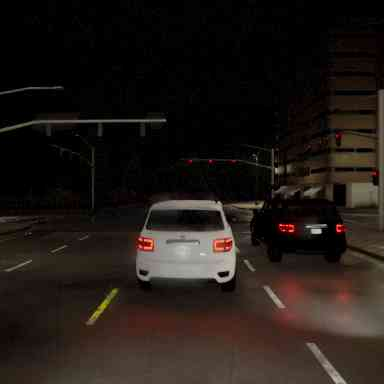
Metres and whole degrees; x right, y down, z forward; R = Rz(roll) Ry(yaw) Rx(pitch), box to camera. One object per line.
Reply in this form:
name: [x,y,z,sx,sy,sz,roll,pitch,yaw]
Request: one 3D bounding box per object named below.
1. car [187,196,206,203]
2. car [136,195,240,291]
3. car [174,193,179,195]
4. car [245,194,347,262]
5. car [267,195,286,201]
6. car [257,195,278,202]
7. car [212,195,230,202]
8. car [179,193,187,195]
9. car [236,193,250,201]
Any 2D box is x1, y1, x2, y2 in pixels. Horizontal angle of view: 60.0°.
car: [1.056,1.540,71.145,2.033,1.411,5.357,0,0,27]
car: [0.021,1.221,9.198,2.150,2.045,5.566,0,0,4]
car: [-3.443,1.352,47.930,2.097,1.767,4.553,0,0,2]
car: [3.584,1.221,12.222,2.150,2.045,5.566,0,0,0]
car: [21.885,1.524,86.292,4.674,1.442,1.812,0,0,-22]
car: [18.243,1.540,80.268,5.357,1.411,2.033,0,0,-33]
car: [6.966,1.500,79.674,1.837,1.490,4.892,0,0,42]
car: [-2.294,1.223,61.464,2.150,2.045,5.566,0,0,13]
car: [13.115,1.225,80.779,5.566,2.045,2.150,0,0,-41]
